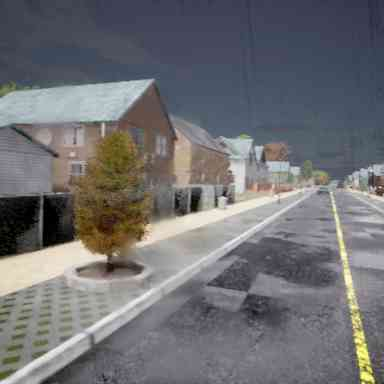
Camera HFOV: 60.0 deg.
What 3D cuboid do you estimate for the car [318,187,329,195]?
[{"bbox_3d":[22.843,-0.220,57.599,2.033,1.411,5.357,3,3,22],"label":"car"}]
